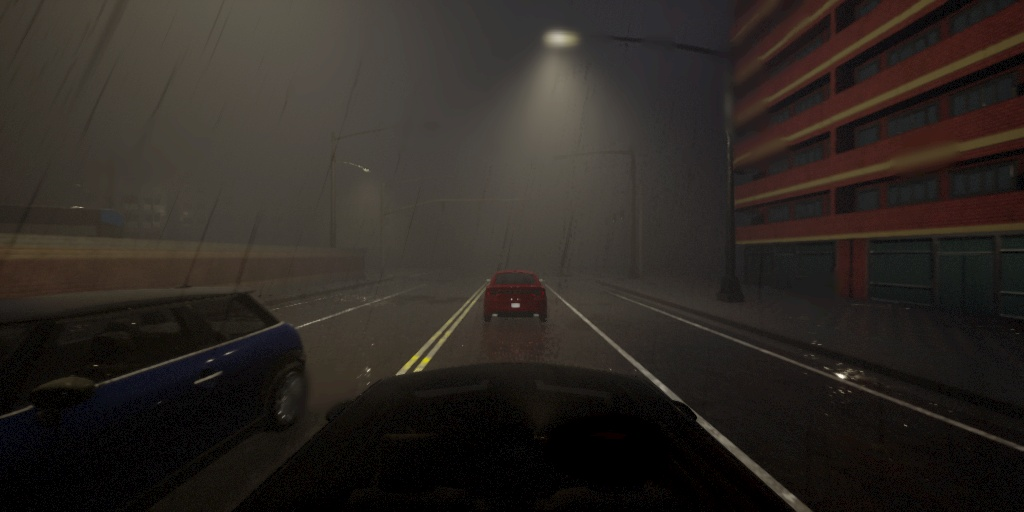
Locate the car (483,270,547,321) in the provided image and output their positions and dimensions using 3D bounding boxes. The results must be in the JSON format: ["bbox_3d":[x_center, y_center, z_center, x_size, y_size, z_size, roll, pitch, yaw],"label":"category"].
[{"bbox_3d":[0.101,1.207,12.364,1.882,1.535,5.008,0,0,0],"label":"car"}]

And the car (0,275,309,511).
[{"bbox_3d":[-3.572,1.100,2.515,2.097,1.767,4.553,0,0,0],"label":"car"}]
